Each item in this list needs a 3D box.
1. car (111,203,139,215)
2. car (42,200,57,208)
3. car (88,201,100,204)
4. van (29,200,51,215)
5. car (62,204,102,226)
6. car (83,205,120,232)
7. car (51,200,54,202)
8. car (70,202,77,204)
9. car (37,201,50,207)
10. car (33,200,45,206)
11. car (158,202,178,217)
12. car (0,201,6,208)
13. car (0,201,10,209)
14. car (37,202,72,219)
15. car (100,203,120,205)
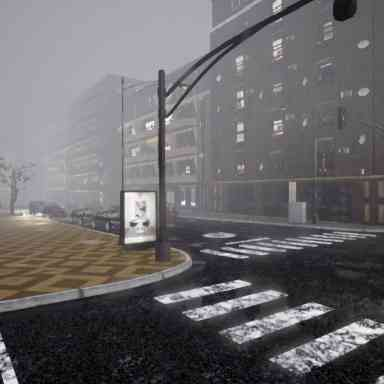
[{"bbox_3d":[-8.459,2.096,41.648,1.802,1.307,4.206,-2,0,-36],"label":"car"},{"bbox_3d":[-31.385,2.527,73.180,1.967,1.590,4.097,-2,0,-36],"label":"car"},{"bbox_3d":[-15.054,2.118,50.627,1.967,1.590,4.097,-2,0,-36],"label":"car"},{"bbox_3d":[-19.884,2.034,42.950,1.690,1.788,3.998,-2,0,-36],"label":"van"},{"bbox_3d":[-8.885,1.969,27.589,2.008,1.369,4.403,-2,0,-36],"label":"car"},{"bbox_3d":[-5.619,1.888,23.078,2.008,1.369,4.403,-2,0,-36],"label":"car"},{"bbox_3d":[-25.430,2.469,60.555,1.994,1.385,4.181,-1,-1,-36],"label":"car"},{"bbox_3d":[-21.585,2.423,59.647,1.802,1.307,4.206,-2,0,-36],"label":"car"},{"bbox_3d":[-34.647,2.735,77.692,1.947,1.339,4.313,-2,0,-36],"label":"car"},{"bbox_3d":[-37.913,2.796,82.203,1.887,1.381,4.507,-2,0,-36],"label":"car"},{"bbox_3d":[-3.201,1.824,34.466,1.967,1.590,4.097,-2,0,-36],"label":"car"},{"bbox_3d":[-44.702,2.861,77.290,1.887,1.381,4.507,-2,0,-36],"label":"car"},{"bbox_3d":[-38.171,2.703,68.267,2.008,1.369,4.403,-2,0,-36],"label":"car"},{"bbox_3d":[-14.964,2.115,36.064,1.887,1.381,4.507,-2,0,-36],"label":"car"},{"bbox_3d":[-8.120,2.036,36.643,1.994,1.385,4.181,-1,-1,-36],"label":"car"}]
